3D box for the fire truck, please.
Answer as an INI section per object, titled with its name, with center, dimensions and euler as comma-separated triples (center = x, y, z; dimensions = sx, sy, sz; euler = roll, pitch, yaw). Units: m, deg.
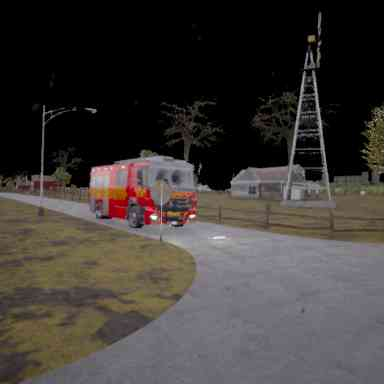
[fire truck]
center = -3.230, -0.058, 19.282
dimensions = 2.891, 3.827, 8.468
euler = 2, 0, -35
